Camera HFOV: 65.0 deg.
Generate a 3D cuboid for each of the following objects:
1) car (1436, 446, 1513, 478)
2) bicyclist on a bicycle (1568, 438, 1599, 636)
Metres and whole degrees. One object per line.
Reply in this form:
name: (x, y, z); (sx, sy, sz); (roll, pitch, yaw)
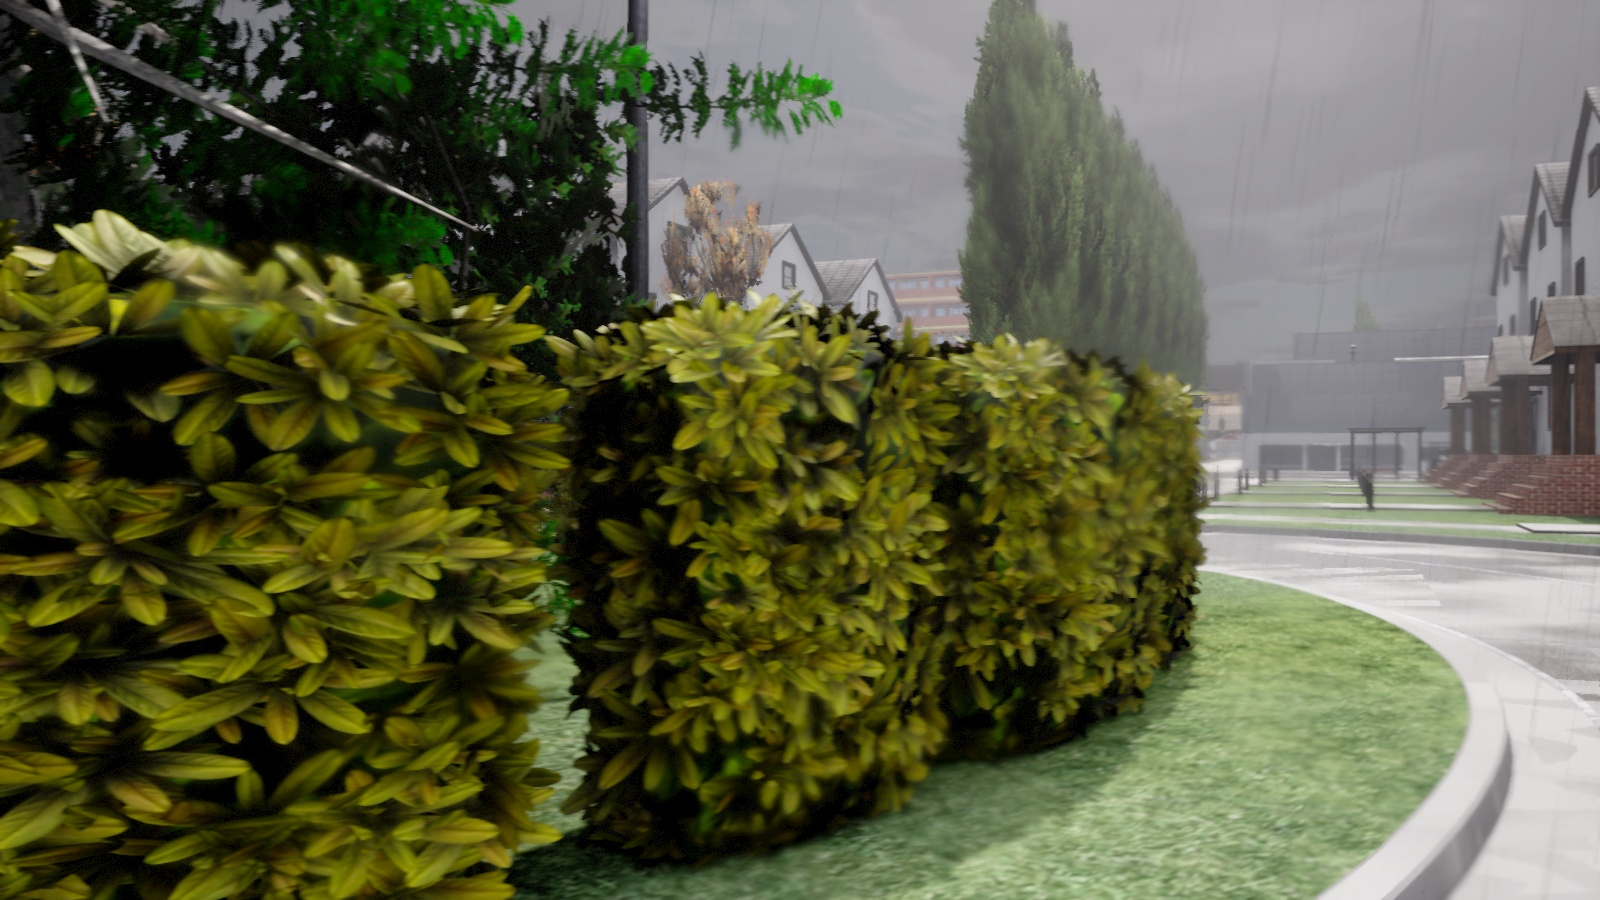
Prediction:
car: (39.605, 0.695, 73.832); (3.866, 1.878, 1.905); (0, 0, 24)
bicyclist on a bicycle: (6.873, 0.698, 9.901); (0.866, 1.612, 1.509); (-2, 0, 11)
